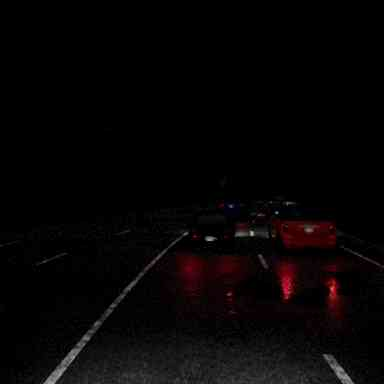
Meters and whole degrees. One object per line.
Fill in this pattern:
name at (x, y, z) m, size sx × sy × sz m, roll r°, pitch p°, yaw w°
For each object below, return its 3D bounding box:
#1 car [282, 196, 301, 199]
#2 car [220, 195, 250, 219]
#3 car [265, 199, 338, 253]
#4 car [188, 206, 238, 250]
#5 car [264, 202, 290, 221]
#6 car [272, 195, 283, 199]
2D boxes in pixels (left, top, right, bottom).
car at (22.668, 1.496, 73.878) m, size 2.033 × 1.411 × 5.357 m, roll 0°, pitch 0°, yaw 38°
car at (3.771, 1.253, 28.848) m, size 2.150 × 2.045 × 5.566 m, roll 0°, pitch 0°, yaw 15°
car at (4.409, 1.365, 13.850) m, size 2.097 × 1.767 × 4.553 m, roll 0°, pitch 0°, yaw 7°
car at (0.941, 1.528, 14.327) m, size 1.812 × 1.442 × 4.674 m, roll 0°, pitch 0°, yaw 7°
car at (7.149, 1.574, 27.932) m, size 1.994 × 1.385 × 4.181 m, roll 0°, pitch 0°, yaw 15°
car at (19.998, 1.460, 76.141) m, size 1.812 × 1.442 × 4.674 m, roll 0°, pitch 0°, yaw 38°
